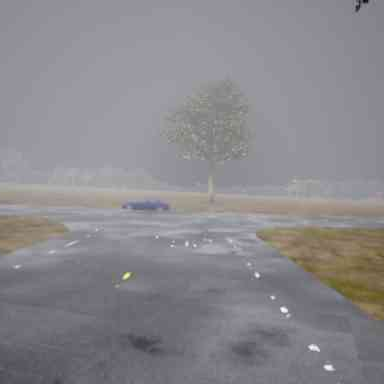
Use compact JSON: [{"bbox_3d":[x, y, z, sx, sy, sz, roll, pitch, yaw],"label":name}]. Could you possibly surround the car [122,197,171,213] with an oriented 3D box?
[{"bbox_3d":[-4.671,1.286,34.189,5.008,1.535,1.882,2,1,1],"label":"car"}]
